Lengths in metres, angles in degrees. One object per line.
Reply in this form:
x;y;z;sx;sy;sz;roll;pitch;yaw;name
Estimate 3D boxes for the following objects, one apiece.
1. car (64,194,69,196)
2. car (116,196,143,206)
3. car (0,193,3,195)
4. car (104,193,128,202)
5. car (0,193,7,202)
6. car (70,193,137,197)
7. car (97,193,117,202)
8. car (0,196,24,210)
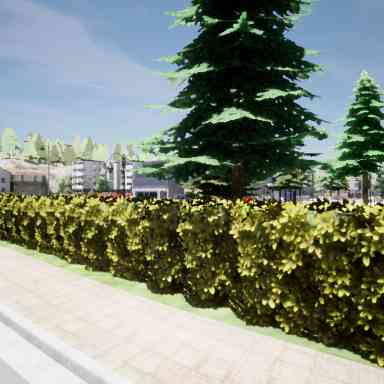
-27.350;1.154;80.367;2.152;1.636;5.027;0;0;44;car
-10.065;1.384;53.309;1.970;1.475;3.806;0;0;44;car
-14.156;1.222;19.408;2.150;2.045;5.566;0;0;44;car
-15.876;1.097;69.643;1.932;1.855;4.605;0;0;44;car
-41.786;1.097;70.187;1.932;1.855;4.605;0;0;44;car
-8.071;1.221;31.035;2.150;2.045;5.566;0;0;44;car
-18.236;1.077;71.388;1.905;1.878;3.866;0;0;44;car
-23.269;1.330;40.115;2.152;1.636;5.027;0;0;44;car
